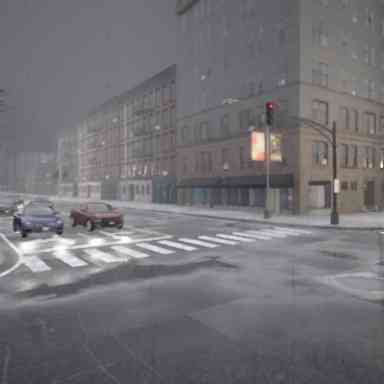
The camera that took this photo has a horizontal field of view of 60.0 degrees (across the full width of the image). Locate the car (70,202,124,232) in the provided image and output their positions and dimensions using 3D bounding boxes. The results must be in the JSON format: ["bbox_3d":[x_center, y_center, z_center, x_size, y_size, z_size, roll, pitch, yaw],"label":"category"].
[{"bbox_3d":[-5.645,1.340,19.494,1.882,1.535,5.008,-1,1,-35],"label":"car"}]

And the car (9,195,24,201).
[{"bbox_3d":[-25.360,1.129,47.696,2.128,1.511,4.902,-1,1,-35],"label":"car"}]

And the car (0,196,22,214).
[{"bbox_3d":[-16.637,1.333,29.477,1.812,1.442,4.674,-1,1,-35],"label":"car"}]

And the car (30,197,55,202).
[{"bbox_3d":[-14.591,1.261,32.220,1.837,1.490,4.892,-1,1,-35],"label":"car"}]

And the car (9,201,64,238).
[{"bbox_3d":[-8.157,1.433,17.453,1.812,1.442,4.674,-1,1,-35],"label":"car"}]
